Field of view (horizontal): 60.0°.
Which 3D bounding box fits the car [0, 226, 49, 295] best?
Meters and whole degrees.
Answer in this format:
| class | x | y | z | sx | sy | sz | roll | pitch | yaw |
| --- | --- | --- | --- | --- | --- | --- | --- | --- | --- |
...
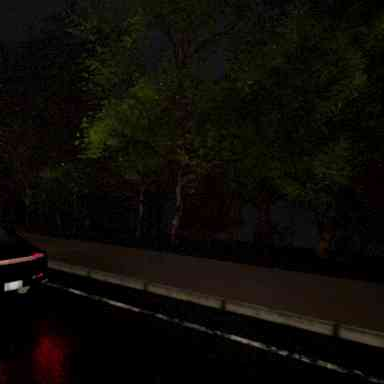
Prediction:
| class | x | y | z | sx | sy | sz | roll | pitch | yaw |
| --- | --- | --- | --- | --- | --- | --- | --- | --- | --- |
| car | -5.163 | 1.455 | 7.369 | 4.902 | 1.511 | 2.128 | 0 | 0 | 36 |
